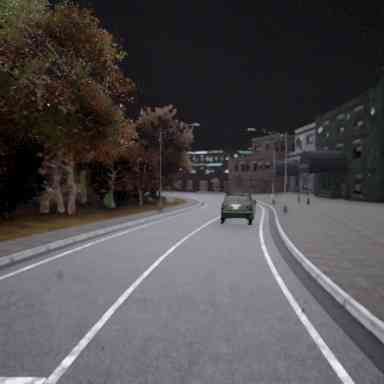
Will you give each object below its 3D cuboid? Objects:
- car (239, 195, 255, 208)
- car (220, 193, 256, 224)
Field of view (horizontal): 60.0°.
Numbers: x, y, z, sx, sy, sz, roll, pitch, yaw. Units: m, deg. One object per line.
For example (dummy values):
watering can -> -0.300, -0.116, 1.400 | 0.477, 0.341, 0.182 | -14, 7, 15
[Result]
car -> 6.938, 1.140, 42.080 | 1.812, 1.442, 4.674 | 1, 1, 8
car -> 3.376, 1.096, 23.991 | 2.150, 2.045, 5.566 | 1, 1, 12
